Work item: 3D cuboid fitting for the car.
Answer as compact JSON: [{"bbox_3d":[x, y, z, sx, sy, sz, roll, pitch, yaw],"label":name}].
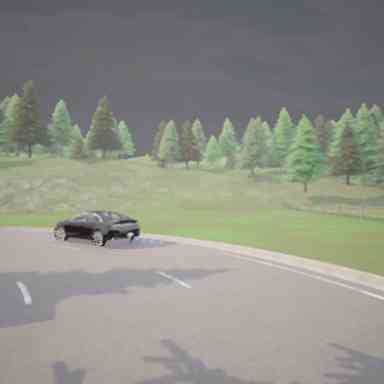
[{"bbox_3d":[-4.581,1.632,15.737,4.902,1.511,2.128,-1,-1,37],"label":"car"}]
